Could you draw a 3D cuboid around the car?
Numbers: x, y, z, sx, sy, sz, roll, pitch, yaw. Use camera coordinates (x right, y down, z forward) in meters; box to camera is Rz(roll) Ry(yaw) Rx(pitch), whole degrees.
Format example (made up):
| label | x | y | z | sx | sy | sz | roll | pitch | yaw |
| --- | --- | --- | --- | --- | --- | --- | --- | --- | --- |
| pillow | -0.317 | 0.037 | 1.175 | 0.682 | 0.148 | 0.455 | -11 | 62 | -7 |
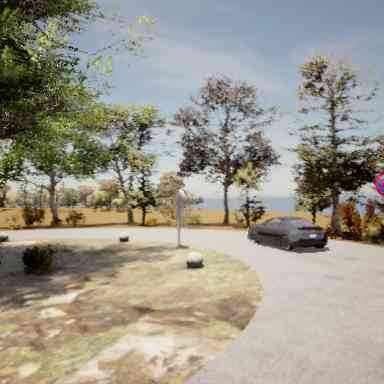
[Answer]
| label | x | y | z | sx | sy | sz | roll | pitch | yaw |
| --- | --- | --- | --- | --- | --- | --- | --- | --- | --- |
| car | 4.379 | 1.870 | 15.811 | 1.994 | 1.385 | 4.181 | 0 | -2 | -20 |
